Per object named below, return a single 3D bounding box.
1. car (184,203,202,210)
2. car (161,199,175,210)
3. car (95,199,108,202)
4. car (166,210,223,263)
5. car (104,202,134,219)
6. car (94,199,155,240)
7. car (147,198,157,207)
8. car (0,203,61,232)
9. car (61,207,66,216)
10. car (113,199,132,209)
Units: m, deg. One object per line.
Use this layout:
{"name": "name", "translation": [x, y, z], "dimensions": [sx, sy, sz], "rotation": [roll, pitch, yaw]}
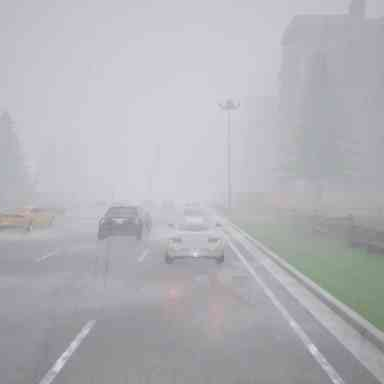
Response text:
{"name": "car", "translation": [0.076, 1.804, 36.412], "dimensions": [1.895, 1.301, 4.718], "rotation": [0, 0, 0]}
{"name": "car", "translation": [-3.434, 1.776, 48.505], "dimensions": [1.837, 1.490, 4.892], "rotation": [0, -1, 0]}
{"name": "car", "translation": [-13.937, 1.801, 52.088], "dimensions": [1.837, 1.490, 4.892], "rotation": [0, -1, 0]}
{"name": "car", "translation": [0.092, 1.593, 12.109], "dimensions": [1.812, 1.442, 4.674], "rotation": [0, 0, 0]}
{"name": "car", "translation": [-6.920, 1.746, 31.989], "dimensions": [1.994, 1.385, 4.181], "rotation": [0, 0, 0]}
{"name": "car", "translation": [-3.410, 1.453, 17.743], "dimensions": [2.097, 1.767, 4.553], "rotation": [0, 0, 0]}
{"name": "car", "translation": [-6.940, 1.815, 55.347], "dimensions": [1.837, 1.490, 4.892], "rotation": [0, -1, 0]}
{"name": "car", "translation": [-10.410, 1.602, 21.139], "dimensions": [1.882, 1.535, 5.008], "rotation": [0, 0, 0]}
{"name": "car", "translation": [-13.923, 1.754, 32.534], "dimensions": [1.994, 1.385, 4.181], "rotation": [0, 0, 0]}
{"name": "car", "translation": [-10.437, 1.851, 50.421], "dimensions": [1.994, 1.385, 4.181], "rotation": [0, 0, 0]}
